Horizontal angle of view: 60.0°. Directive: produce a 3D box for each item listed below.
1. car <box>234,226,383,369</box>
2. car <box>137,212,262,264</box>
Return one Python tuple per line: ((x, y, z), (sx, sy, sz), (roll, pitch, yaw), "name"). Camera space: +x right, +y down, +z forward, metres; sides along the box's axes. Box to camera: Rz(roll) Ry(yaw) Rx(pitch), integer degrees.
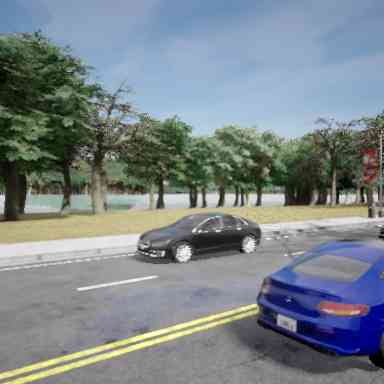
((3.104, 1.542, 5.660), (4.674, 1.442, 1.812), (0, 0, -36), "car")
((0.416, 1.526, 11.966), (4.892, 1.490, 1.837), (0, 0, -35), "car")
